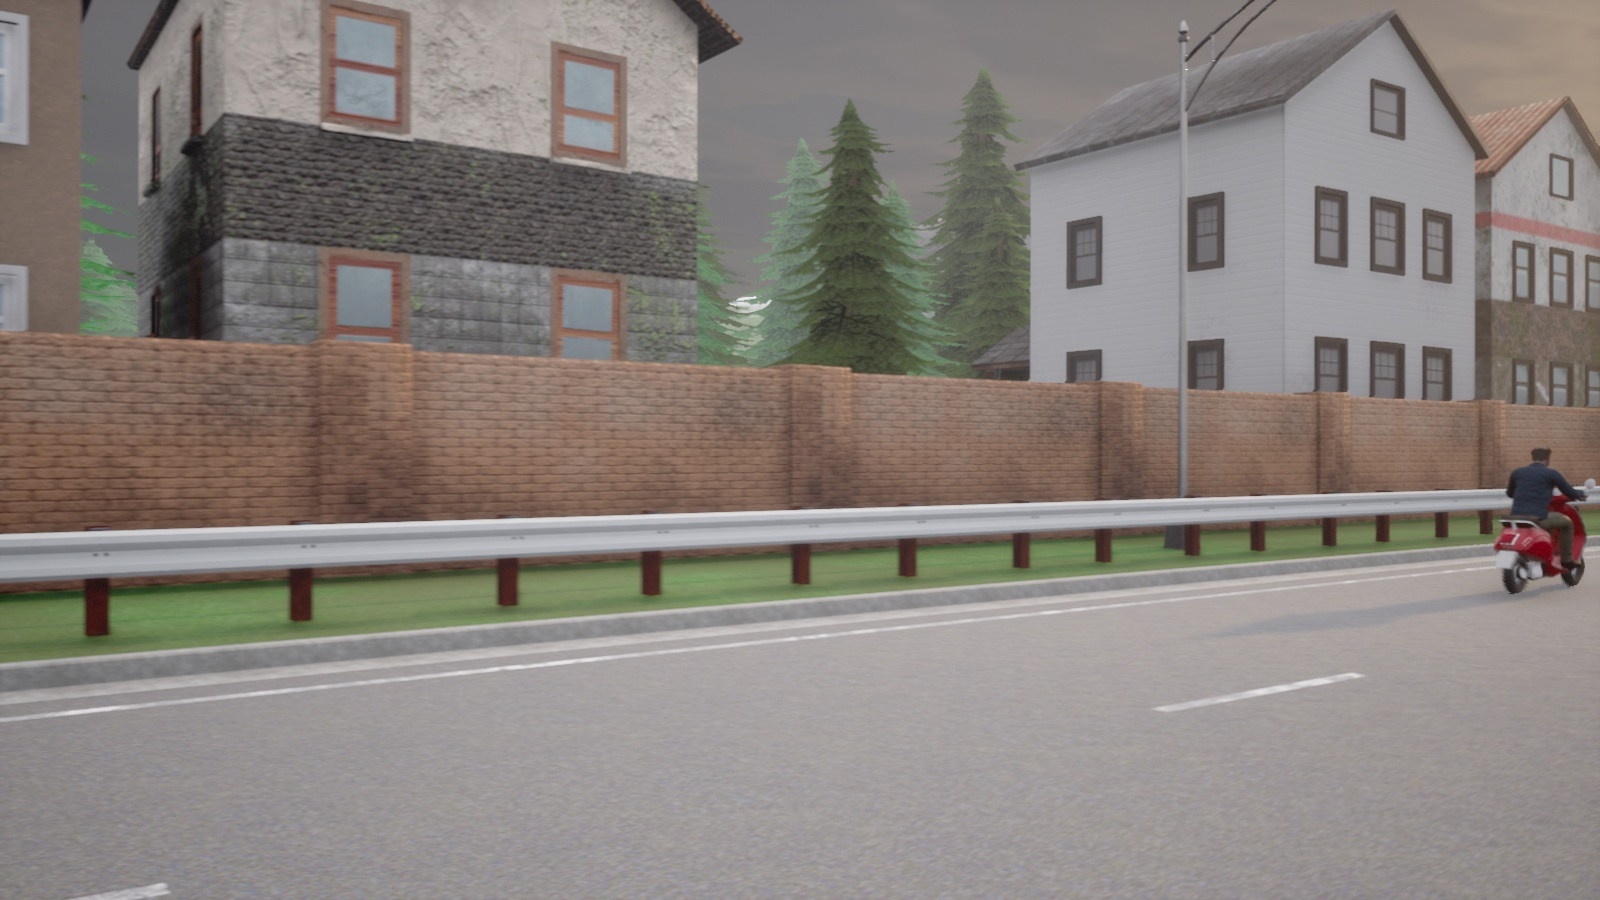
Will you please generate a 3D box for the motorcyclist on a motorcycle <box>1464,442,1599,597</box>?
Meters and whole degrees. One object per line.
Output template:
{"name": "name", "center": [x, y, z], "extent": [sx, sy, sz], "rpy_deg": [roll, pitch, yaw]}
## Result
{"name": "motorcyclist on a motorcycle", "center": [8.174, 0.715, 13.747], "extent": [1.817, 1.590, 0.866], "rpy_deg": [0, 0, -35]}
